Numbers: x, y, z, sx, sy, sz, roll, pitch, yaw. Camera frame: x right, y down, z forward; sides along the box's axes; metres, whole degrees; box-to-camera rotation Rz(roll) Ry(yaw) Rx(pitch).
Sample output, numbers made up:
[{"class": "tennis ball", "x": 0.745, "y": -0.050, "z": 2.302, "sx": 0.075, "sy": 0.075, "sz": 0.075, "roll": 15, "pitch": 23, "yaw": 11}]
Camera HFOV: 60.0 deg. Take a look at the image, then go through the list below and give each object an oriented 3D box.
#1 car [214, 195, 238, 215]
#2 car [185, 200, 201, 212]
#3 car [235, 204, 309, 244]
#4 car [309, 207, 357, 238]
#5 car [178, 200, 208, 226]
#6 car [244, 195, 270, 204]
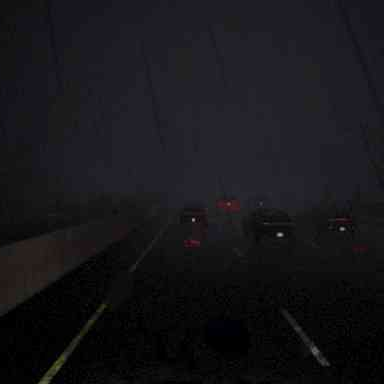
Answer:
[{"class": "car", "x": 3.583, "y": 1.306, "z": 35.364, "sx": 2.150, "sy": 2.045, "sz": 5.566, "roll": 0, "pitch": 0, "yaw": 0}, {"class": "car", "x": 0.080, "y": 1.700, "z": 41.255, "sx": 1.895, "sy": 1.301, "sz": 4.718, "roll": 0, "pitch": 0, "yaw": 0}, {"class": "car", "x": 3.592, "y": 1.530, "z": 15.985, "sx": 2.128, "sy": 1.511, "sz": 4.902, "roll": 0, "pitch": 0, "yaw": 0}, {"class": "car", "x": 7.091, "y": 1.535, "z": 18.099, "sx": 2.128, "sy": 1.511, "sz": 4.902, "roll": 0, "pitch": 0, "yaw": 0}, {"class": "car", "x": 0.088, "y": 1.562, "z": 23.905, "sx": 1.837, "sy": 1.490, "sz": 4.892, "roll": 0, "pitch": 0, "yaw": 0}, {"class": "car", "x": 7.082, "y": 1.309, "z": 36.701, "sx": 2.150, "sy": 2.045, "sz": 5.566, "roll": 0, "pitch": 0, "yaw": 0}]
